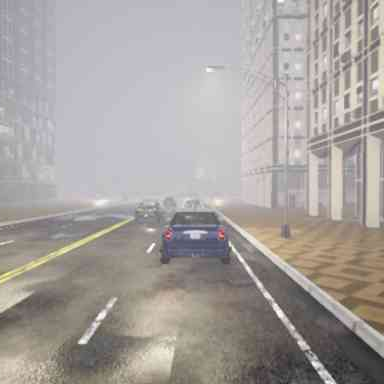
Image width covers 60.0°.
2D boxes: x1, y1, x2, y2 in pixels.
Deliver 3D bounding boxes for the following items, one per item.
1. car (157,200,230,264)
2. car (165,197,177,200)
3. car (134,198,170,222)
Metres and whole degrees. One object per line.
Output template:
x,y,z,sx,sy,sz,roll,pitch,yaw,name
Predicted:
0.099,1.327,11.926,2.097,1.767,4.553,0,0,0,car
-3.147,1.417,46.743,1.812,1.442,4.674,0,0,0,car
-3.150,1.436,25.294,2.128,1.511,4.902,0,0,0,car
